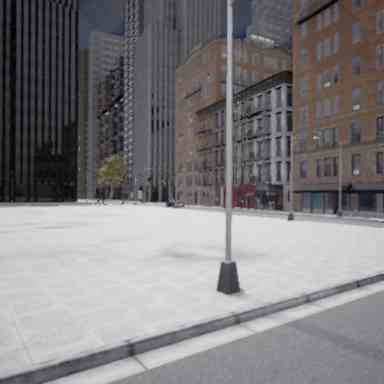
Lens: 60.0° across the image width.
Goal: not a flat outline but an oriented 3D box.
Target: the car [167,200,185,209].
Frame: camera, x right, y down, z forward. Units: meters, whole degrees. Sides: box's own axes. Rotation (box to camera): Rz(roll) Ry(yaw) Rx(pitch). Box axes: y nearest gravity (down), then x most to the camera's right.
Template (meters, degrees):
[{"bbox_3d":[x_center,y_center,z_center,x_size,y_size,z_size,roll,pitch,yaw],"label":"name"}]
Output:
[{"bbox_3d":[-2.811,2.050,56.869,2.128,1.511,4.902,0,-1,-26],"label":"car"}]
